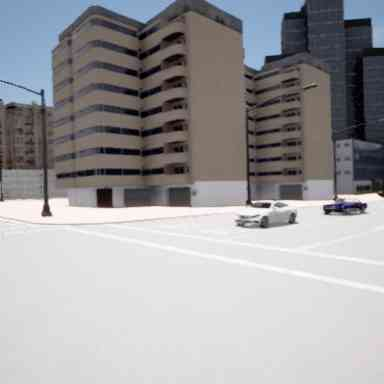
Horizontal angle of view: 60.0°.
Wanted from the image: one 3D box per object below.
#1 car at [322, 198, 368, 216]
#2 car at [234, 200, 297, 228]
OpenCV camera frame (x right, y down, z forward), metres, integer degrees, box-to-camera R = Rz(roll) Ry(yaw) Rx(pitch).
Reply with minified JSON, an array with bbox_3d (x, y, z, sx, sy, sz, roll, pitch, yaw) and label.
[{"bbox_3d":[12.345,1.156,26.828,4.718,1.301,1.895,-1,0,-43],"label":"car"},{"bbox_3d":[4.427,1.212,19.480,4.674,1.442,1.812,-1,0,-43],"label":"car"}]
